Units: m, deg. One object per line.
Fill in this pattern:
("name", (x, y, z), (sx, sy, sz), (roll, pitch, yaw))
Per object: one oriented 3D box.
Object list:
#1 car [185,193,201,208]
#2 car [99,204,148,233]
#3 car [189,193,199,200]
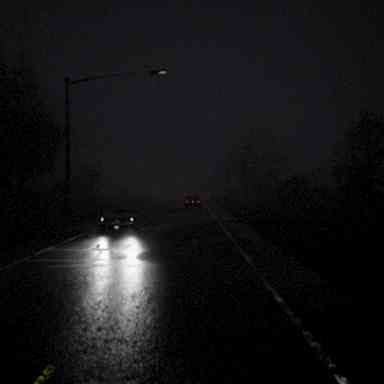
("car", (0.108, 1.048, 37.683), (2.033, 1.411, 5.357), (0, 1, 0))
("car", (-3.592, 1.357, 18.109), (1.895, 1.301, 4.718), (0, 1, 0))
("car", (0.424, 0.788, 63.664), (1.895, 1.301, 4.718), (0, 1, 2))
